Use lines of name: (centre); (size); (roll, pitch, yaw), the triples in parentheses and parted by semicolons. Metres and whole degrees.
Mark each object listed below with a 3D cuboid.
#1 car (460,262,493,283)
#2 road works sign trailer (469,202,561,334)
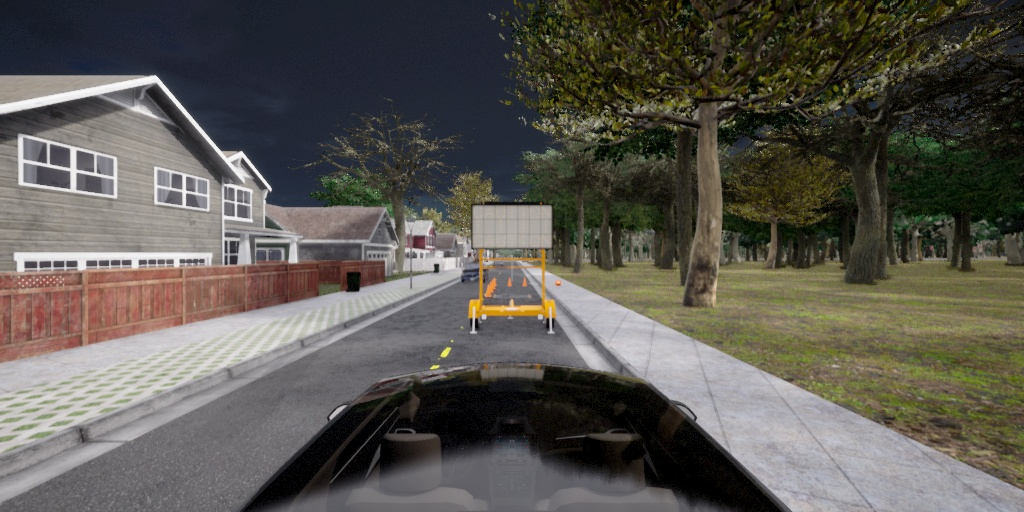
car: (-2.833, 1.290, 28.201); (2.033, 1.411, 5.357); (0, 0, 0)
road works sign trailer: (0.008, 0.210, 10.633); (2.380, 3.560, 2.880); (0, 0, 0)
